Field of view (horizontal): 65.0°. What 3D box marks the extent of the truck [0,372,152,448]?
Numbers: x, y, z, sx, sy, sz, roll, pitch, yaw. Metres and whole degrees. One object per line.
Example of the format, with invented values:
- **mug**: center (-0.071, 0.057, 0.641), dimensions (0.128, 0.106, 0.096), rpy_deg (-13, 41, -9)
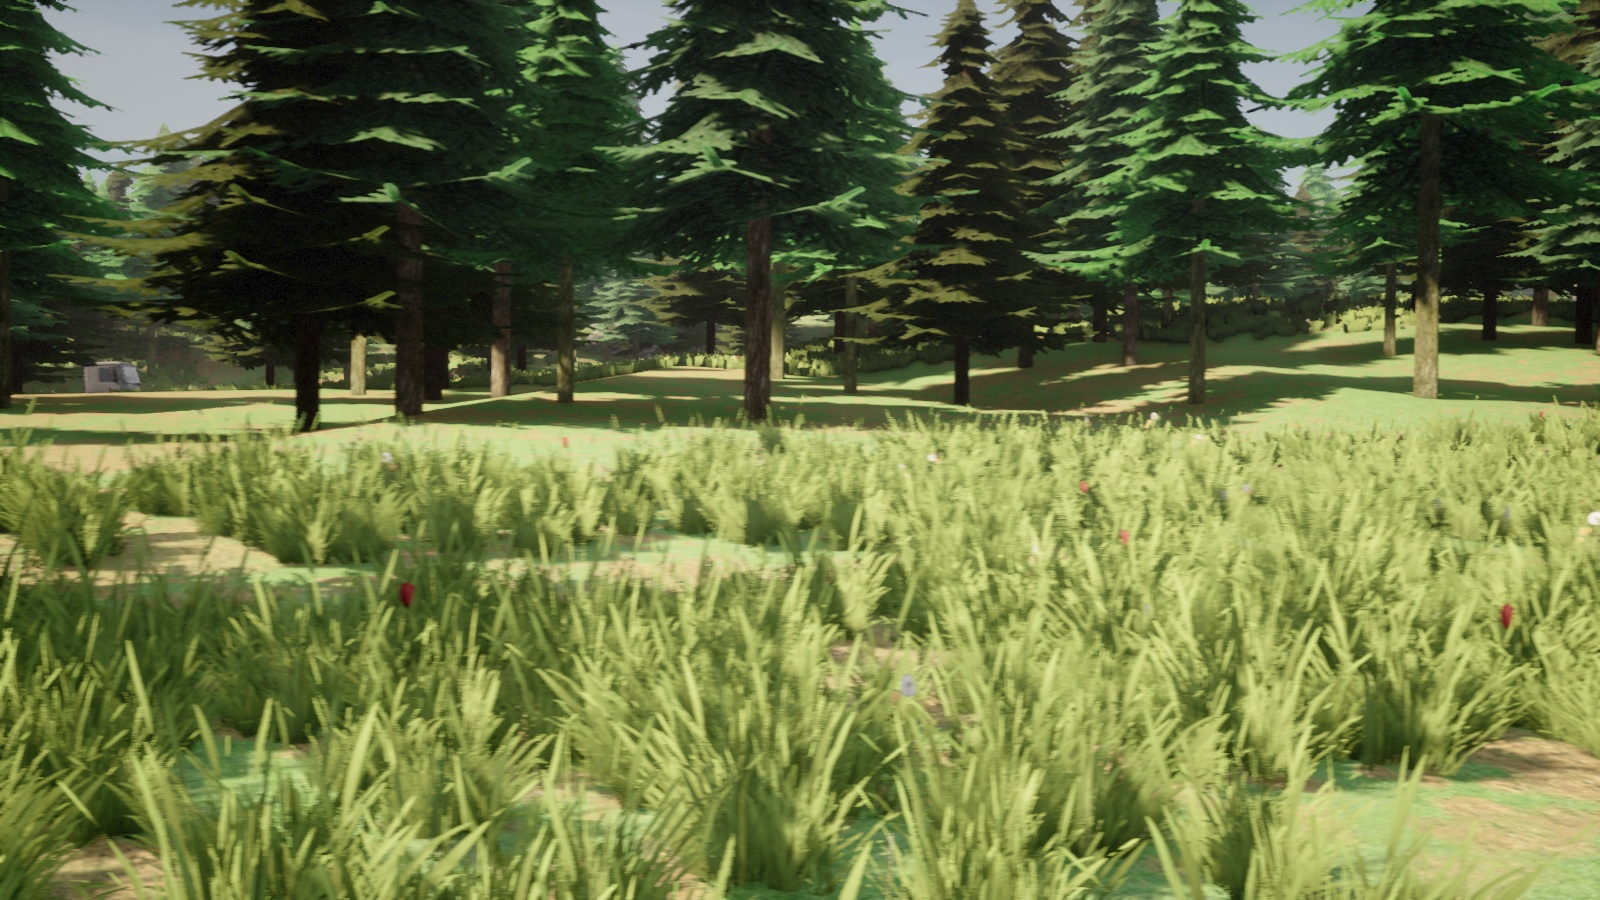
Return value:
- **truck**: center (-40.898, -2.192, 69.731), dimensions (7.936, 3.462, 2.891), rpy_deg (-6, 2, -12)
